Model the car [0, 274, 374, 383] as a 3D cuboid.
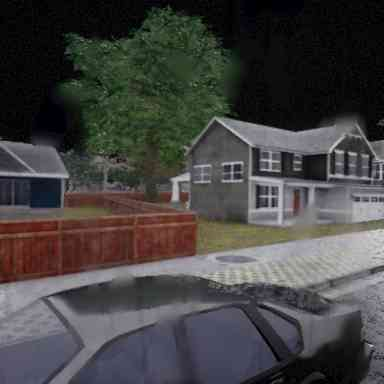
[{"bbox_3d":[-0.570,1.532,2.722,5.357,1.411,2.033,0,0,-37],"label":"car"}]
